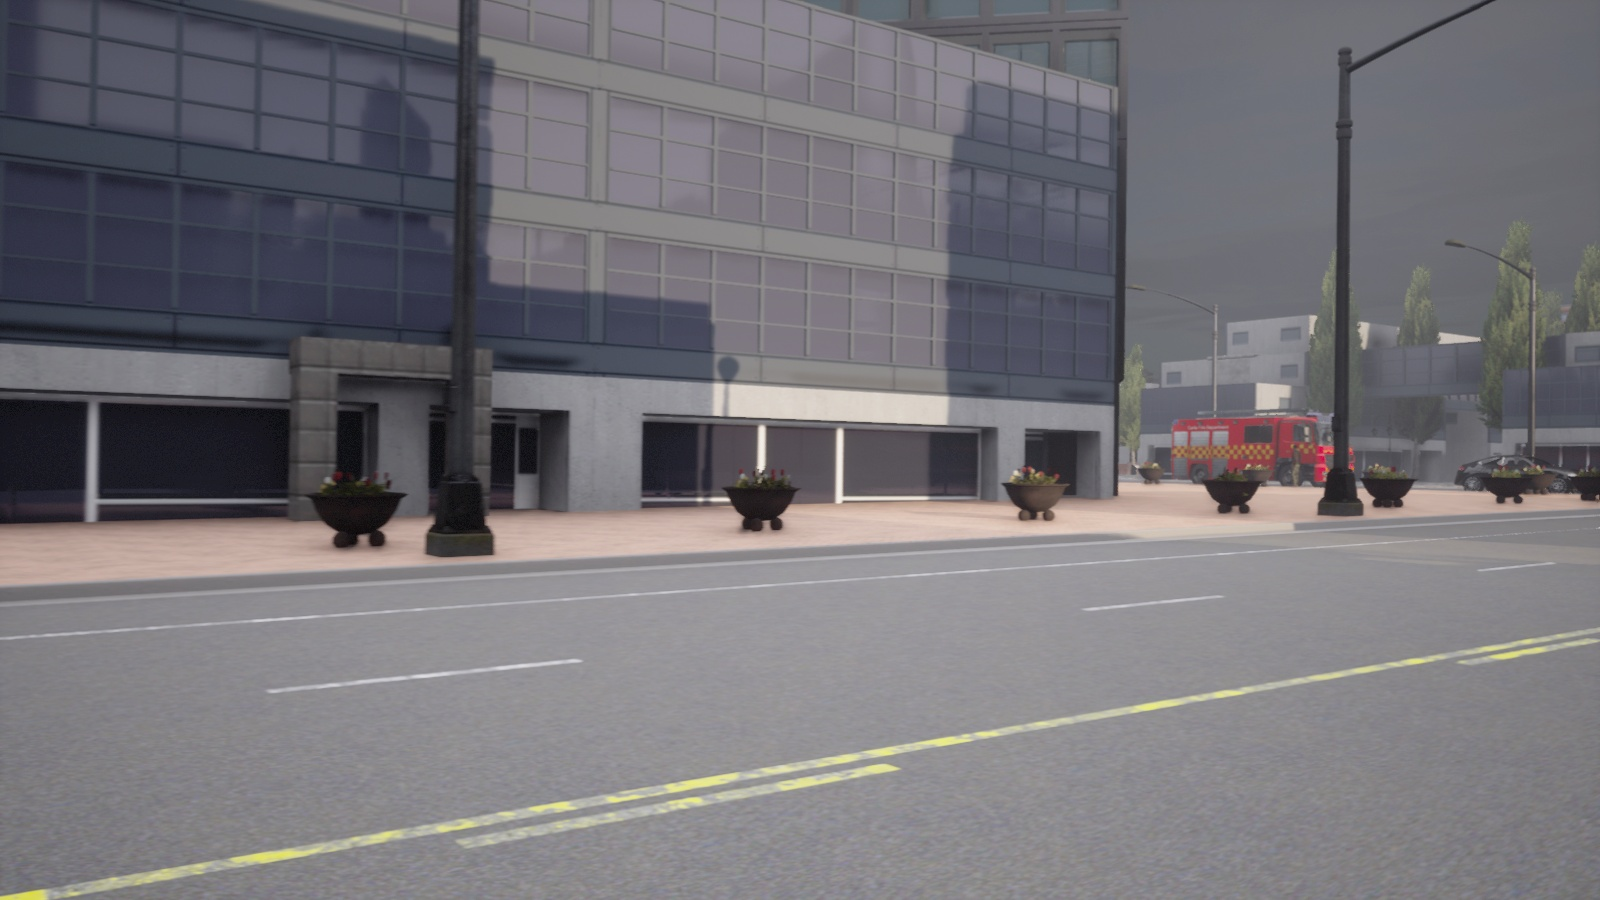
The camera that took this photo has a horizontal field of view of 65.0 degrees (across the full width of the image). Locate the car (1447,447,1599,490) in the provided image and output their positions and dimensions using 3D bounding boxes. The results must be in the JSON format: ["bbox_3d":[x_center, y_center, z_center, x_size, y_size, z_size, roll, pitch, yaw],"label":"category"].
[{"bbox_3d":[29.109,0.730,50.571,2.152,1.651,5.027,1,-1,-34],"label":"car"}]

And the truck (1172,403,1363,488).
[{"bbox_3d":[22.318,-0.173,60.514,2.891,3.827,8.468,1,-1,-34],"label":"truck"}]

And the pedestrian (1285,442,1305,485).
[{"bbox_3d":[21.497,0.581,54.557,0.431,1.840,0.703,1,-1,-29],"label":"pedestrian"}]
